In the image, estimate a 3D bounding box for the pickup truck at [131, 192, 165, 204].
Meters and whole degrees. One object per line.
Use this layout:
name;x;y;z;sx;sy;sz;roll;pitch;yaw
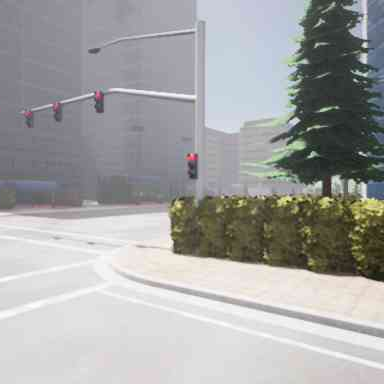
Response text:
pickup truck;-7.652;0.981;56.176;6.274;2.098;2.390;0;0;-24
